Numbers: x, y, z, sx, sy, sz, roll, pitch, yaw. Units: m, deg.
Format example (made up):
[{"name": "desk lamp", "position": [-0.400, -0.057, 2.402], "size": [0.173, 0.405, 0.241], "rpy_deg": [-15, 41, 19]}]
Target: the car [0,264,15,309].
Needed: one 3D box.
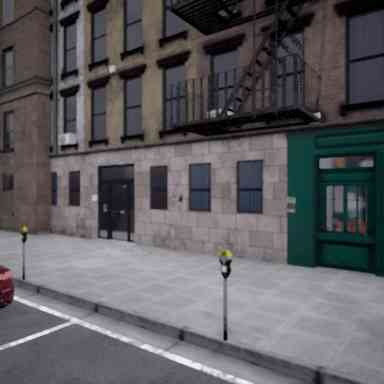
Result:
[{"name": "car", "position": [-5.058, 1.578, 6.460], "size": [4.206, 1.307, 1.802], "rpy_deg": [0, 0, 36]}]
